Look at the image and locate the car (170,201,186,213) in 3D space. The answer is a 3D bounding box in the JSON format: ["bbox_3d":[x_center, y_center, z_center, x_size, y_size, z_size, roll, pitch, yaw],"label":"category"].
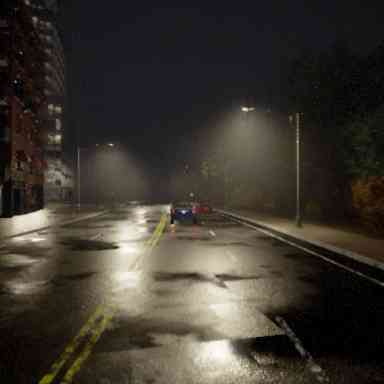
[{"bbox_3d":[-1.823,1.886,42.493,1.837,1.490,4.892,0,-1,-5],"label":"car"}]

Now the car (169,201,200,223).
[{"bbox_3d":[-0.764,1.611,27.998,2.097,1.767,4.553,0,0,-3],"label":"car"}]

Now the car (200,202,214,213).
[{"bbox_3d":[1.500,1.937,41.816,1.994,1.385,4.181,0,-1,-5],"label":"car"}]

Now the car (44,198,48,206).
[{"bbox_3d":[-27.575,1.625,58.278,4.097,1.590,1.967,1,-1,-14],"label":"car"}]
